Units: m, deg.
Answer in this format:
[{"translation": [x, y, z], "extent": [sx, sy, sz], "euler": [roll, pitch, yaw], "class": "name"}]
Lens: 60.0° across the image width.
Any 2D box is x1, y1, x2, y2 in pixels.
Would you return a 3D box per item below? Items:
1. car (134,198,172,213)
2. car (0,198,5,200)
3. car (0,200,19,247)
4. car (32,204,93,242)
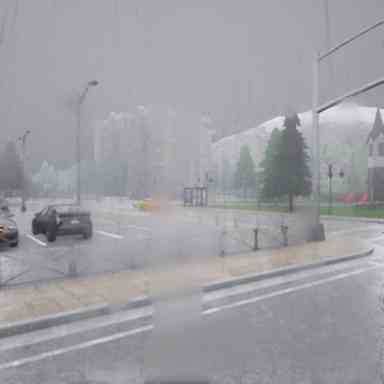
[{"translation": [-4.119, 1.462, 36.627], "extent": [1.882, 1.535, 5.008], "euler": [0, 0, -36], "class": "car"}, {"translation": [-21.328, 1.370, 36.610], "extent": [1.845, 1.501, 3.633], "euler": [0, 0, -36], "class": "car"}, {"translation": [-8.606, 1.330, 13.622], "extent": [2.152, 1.636, 5.027], "euler": [0, 0, -36], "class": "car"}, {"translation": [-6.092, 1.336, 15.500], "extent": [2.007, 1.523, 4.514], "euler": [0, 0, -36], "class": "car"}]
